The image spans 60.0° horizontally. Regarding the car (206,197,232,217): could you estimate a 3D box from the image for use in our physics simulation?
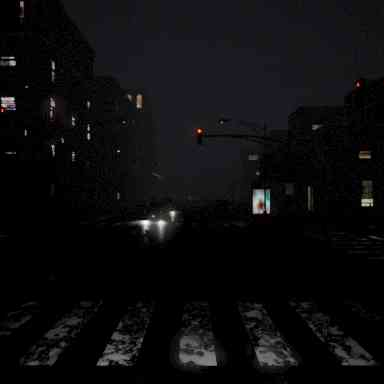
[{"bbox_3d":[2.711,1.446,31.803,1.967,1.590,4.097,0,0,0],"label":"car"}]

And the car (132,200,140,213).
[{"bbox_3d":[-5.664,1.561,37.495,2.008,1.369,4.403,0,0,0],"label":"car"}]

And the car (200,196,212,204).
[{"bbox_3d":[2.740,1.591,65.983,2.008,1.369,4.403,-1,0,0],"label":"car"}]

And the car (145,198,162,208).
[{"bbox_3d":[-5.655,1.571,48.888,2.008,1.369,4.403,0,0,0],"label":"car"}]

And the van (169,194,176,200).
[{"bbox_3d":[-5.618,1.430,94.461,1.690,1.788,3.998,-1,0,0],"label":"van"}]

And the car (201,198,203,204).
[{"bbox_3d":[2.726,1.571,48.894,2.008,1.369,4.403,0,0,0],"label":"car"}]

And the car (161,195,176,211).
[{"bbox_3d":[-3.064,1.491,41.326,1.882,1.535,5.008,0,0,0],"label":"car"}]

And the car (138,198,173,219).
[{"bbox_3d":[-3.074,1.551,29.180,2.033,1.411,5.357,0,0,0],"label":"car"}]

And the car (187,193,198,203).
[{"bbox_3d":[0.145,1.268,70.516,2.150,2.045,5.566,0,0,0],"label":"car"}]

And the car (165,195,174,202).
[{"bbox_3d":[-5.627,1.592,82.897,1.752,1.417,4.829,-1,0,0],"label":"car"}]

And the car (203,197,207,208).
[{"bbox_3d":[2.721,1.597,43.197,1.802,1.307,4.206,0,0,0],"label":"car"}]
